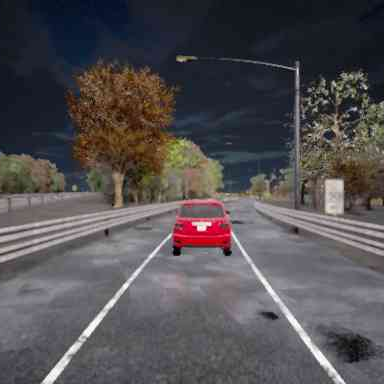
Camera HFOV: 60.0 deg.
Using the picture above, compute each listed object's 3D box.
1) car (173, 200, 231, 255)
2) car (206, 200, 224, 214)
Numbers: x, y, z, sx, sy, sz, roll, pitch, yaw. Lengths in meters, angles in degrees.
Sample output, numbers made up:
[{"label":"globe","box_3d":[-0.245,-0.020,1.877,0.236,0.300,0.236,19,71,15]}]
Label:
[{"label":"car","box_3d":[0.454,1.352,14.084,2.150,2.045,5.566,0,0,3]},{"label":"car","box_3d":[2.982,1.846,41.783,1.882,1.535,5.008,0,0,8]}]
